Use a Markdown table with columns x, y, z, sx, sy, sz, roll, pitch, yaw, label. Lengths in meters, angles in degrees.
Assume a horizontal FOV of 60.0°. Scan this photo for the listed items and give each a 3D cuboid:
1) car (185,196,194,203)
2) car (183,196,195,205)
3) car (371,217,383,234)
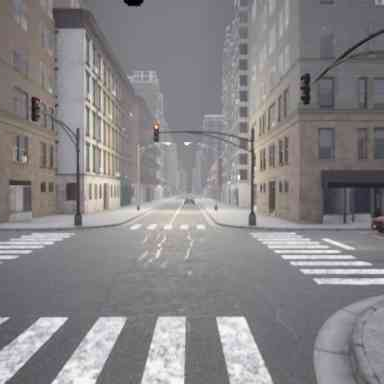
| x | y | z | sx | sy | sz | roll | pitch | yaw | label |
| --- | --- | --- | --- | --- | --- | --- | --- | --- | --- |
| -0.499 | 1.556 | 69.336 | 1.812 | 1.442 | 4.674 | 0 | 0 | 0 | car |
| -0.426 | 1.548 | 59.331 | 1.812 | 1.442 | 4.674 | 0 | 0 | 0 | car |
| 11.652 | 1.531 | 17.127 | 4.507 | 1.381 | 1.887 | 0 | 0 | 0 | car |
